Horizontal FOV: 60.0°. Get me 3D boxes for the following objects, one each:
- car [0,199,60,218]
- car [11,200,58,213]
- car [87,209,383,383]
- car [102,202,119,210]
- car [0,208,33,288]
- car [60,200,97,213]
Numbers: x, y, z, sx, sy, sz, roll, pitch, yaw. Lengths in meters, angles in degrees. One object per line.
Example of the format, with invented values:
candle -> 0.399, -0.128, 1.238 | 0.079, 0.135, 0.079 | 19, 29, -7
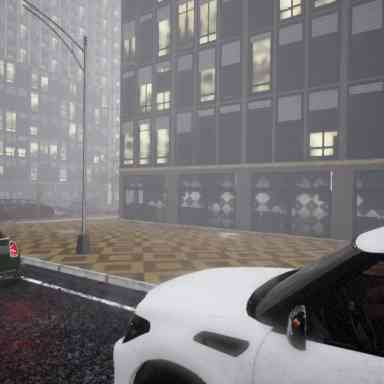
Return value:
car -> -15.119, 1.519, 30.164 | 2.192, 1.841, 5.009 | 1, 0, 36
car -> -18.632, 1.643, 39.534 | 1.752, 1.417, 4.829 | 1, 0, 36
car -> 1.919, 1.222, 2.313 | 5.566, 2.045, 2.150 | 0, 0, 36
car -> -8.336, 1.830, 39.387 | 1.752, 1.417, 4.829 | 1, 0, 36
car -> -6.157, 1.348, 8.049 | 4.553, 1.767, 2.097 | 0, 0, 35
car -> -14.327, 1.739, 41.000 | 2.033, 1.411, 5.357 | 1, 0, 37
